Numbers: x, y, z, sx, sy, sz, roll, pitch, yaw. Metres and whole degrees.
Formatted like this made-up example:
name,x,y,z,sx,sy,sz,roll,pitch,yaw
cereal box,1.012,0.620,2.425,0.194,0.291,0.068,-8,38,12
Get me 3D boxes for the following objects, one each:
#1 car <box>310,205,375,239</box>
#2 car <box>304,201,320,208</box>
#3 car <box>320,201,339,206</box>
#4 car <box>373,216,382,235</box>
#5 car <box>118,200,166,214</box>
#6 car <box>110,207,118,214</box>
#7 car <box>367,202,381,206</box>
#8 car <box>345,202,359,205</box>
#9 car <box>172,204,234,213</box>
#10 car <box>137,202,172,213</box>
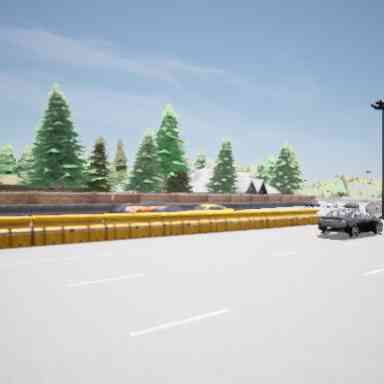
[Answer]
name,x,y,z,sx,sy,sz,roll,pitch,yaw
car,9.270,1.764,19.340,4.902,1.511,2.128,1,-1,-38
car,23.029,2.408,63.457,1.895,1.301,4.718,0,-1,37
car,25.640,2.349,61.135,1.812,1.442,4.674,0,-1,38
car,11.338,1.758,16.518,4.902,1.511,2.128,1,-1,-38
car,-4.190,1.604,31.347,4.553,1.767,2.097,1,-1,-37
car,-6.202,1.823,34.200,4.181,1.385,1.994,1,-1,-37
car,31.184,2.362,56.881,1.812,1.442,4.674,0,-1,38
car,28.294,2.388,58.860,1.994,1.385,4.181,0,-1,38
car,1.174,1.738,26.600,5.008,1.535,1.882,1,-1,-38
car,-2.157,1.809,28.488,4.181,1.385,1.994,1,-1,-37
